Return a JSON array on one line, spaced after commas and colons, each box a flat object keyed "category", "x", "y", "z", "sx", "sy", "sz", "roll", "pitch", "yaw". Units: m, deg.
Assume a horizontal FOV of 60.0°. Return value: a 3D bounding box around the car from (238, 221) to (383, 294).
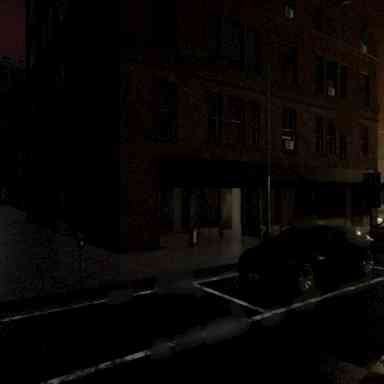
[{"category": "car", "x": 3.175, "y": 1.565, "z": 8.809, "sx": 4.313, "sy": 1.339, "sz": 1.947, "roll": 0, "pitch": 0, "yaw": -36}]
